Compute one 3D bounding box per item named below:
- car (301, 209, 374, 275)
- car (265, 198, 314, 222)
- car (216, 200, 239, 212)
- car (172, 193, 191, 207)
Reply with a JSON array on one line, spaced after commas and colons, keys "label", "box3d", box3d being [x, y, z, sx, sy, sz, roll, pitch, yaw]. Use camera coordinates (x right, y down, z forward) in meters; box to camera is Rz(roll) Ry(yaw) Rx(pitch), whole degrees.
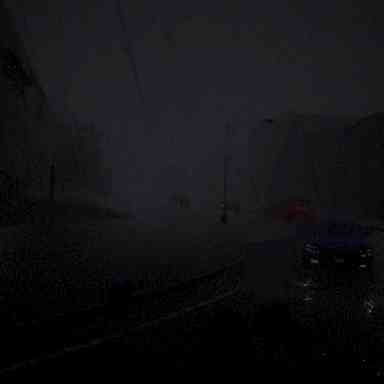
[{"label": "car", "box3d": [4.860, 1.601, 11.325, 1.882, 1.535, 5.008, 1, 0, 21]}, {"label": "car", "box3d": [8.627, 1.565, 29.920, 2.150, 2.045, 5.566, 2, -1, -15]}, {"label": "car", "box3d": [4.645, 1.824, 44.139, 2.128, 1.511, 4.902, 2, 0, -16]}, {"label": "car", "box3d": [-1.800, 1.227, 53.495, 2.150, 2.045, 5.566, 2, 1, -16]}]
